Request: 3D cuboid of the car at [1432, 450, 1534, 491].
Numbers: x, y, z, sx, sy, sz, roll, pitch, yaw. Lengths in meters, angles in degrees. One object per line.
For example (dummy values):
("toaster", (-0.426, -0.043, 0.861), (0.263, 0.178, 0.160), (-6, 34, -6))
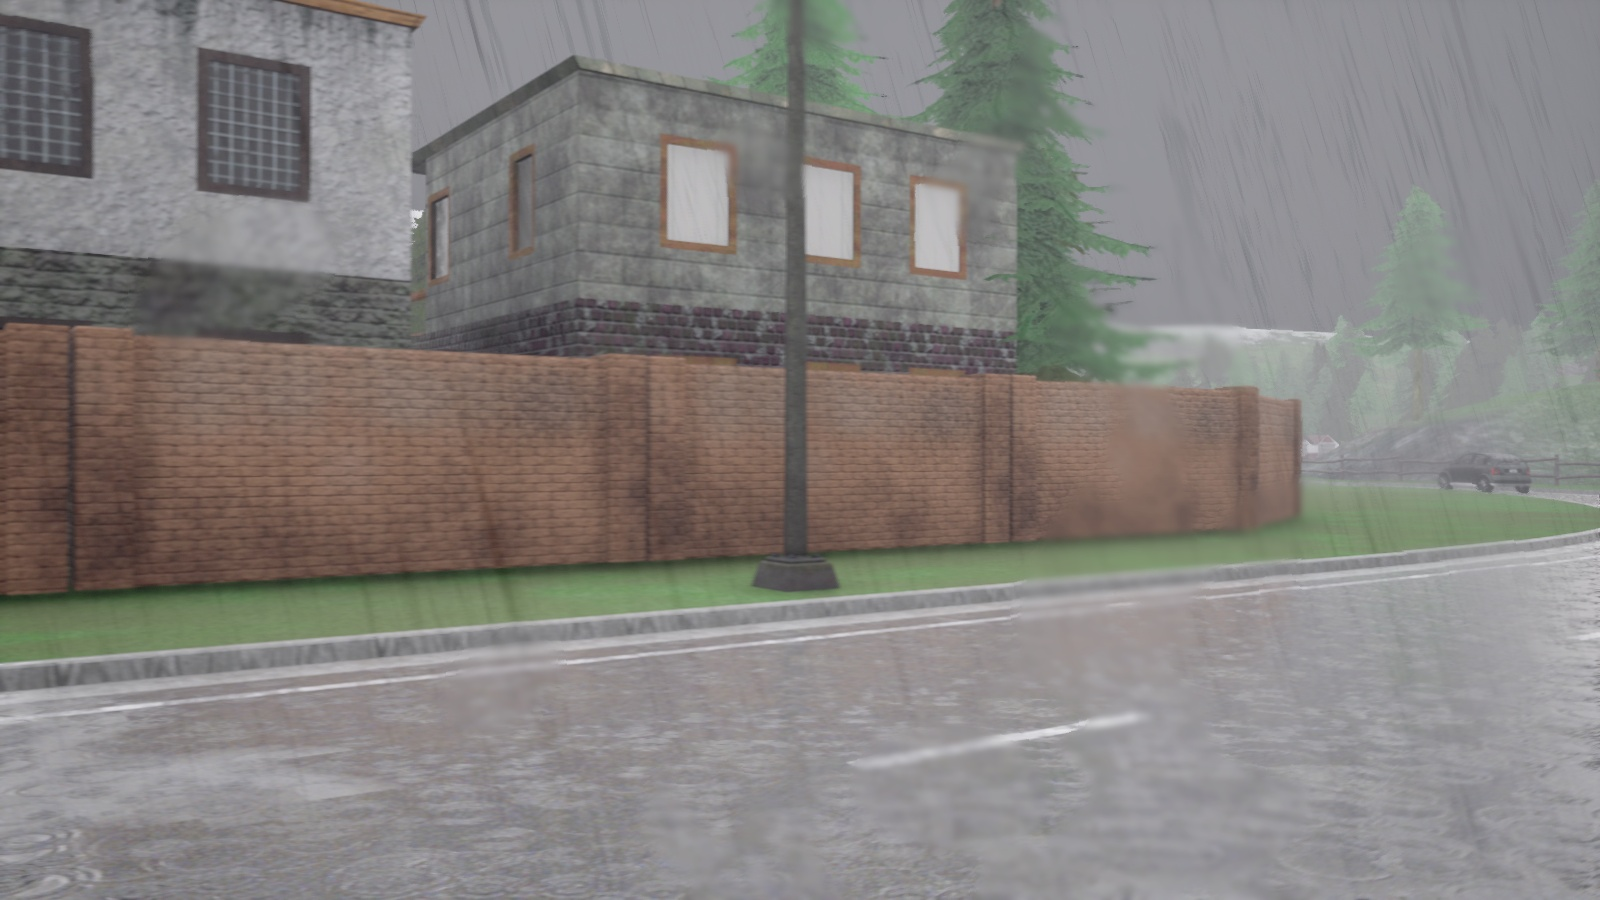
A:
("car", (26.674, 0.787, 49.154), (1.789, 1.549, 3.705), (0, 0, -4))
